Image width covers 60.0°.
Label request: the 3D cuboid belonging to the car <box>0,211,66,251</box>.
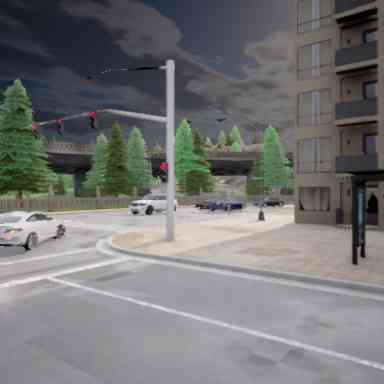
[{"bbox_3d":[-6.987,1.508,13.917,1.812,1.442,4.674,-1,1,-1],"label":"car"}]

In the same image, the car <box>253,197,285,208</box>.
[{"bbox_3d":[11.028,1.461,47.657,4.892,1.490,1.837,0,0,-27],"label":"car"}]

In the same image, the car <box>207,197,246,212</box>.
[{"bbox_3d":[4.199,1.308,37.634,2.097,1.767,4.553,0,0,40],"label":"car"}]

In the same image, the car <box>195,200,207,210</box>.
[{"bbox_3d":[2.712,1.506,41.414,2.033,1.411,5.357,0,0,44],"label":"car"}]

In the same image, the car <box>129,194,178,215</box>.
[{"bbox_3d":[-3.772,1.181,33.433,2.150,2.045,5.566,0,0,37],"label":"car"}]
